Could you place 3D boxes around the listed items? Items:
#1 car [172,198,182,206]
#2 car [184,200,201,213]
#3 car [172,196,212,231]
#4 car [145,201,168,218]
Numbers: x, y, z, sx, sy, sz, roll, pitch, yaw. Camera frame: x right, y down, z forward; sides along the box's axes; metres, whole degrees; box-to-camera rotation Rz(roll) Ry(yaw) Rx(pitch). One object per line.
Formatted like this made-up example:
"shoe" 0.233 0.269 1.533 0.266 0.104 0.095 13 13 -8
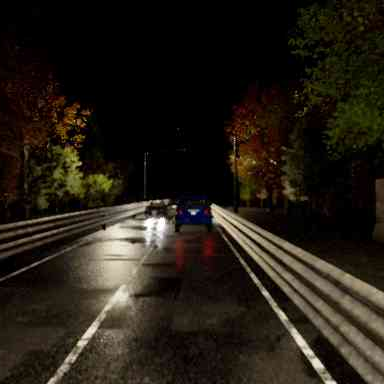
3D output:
"car" -3.248 2.168 73.113 2.128 1.511 4.902 0 -1 0
"car" 0.107 1.814 42.707 2.033 1.411 5.357 0 -1 0
"car" 0.092 1.261 20.850 2.150 2.045 5.566 0 0 0
"car" -3.341 1.622 31.807 2.128 1.511 4.902 0 -1 0
